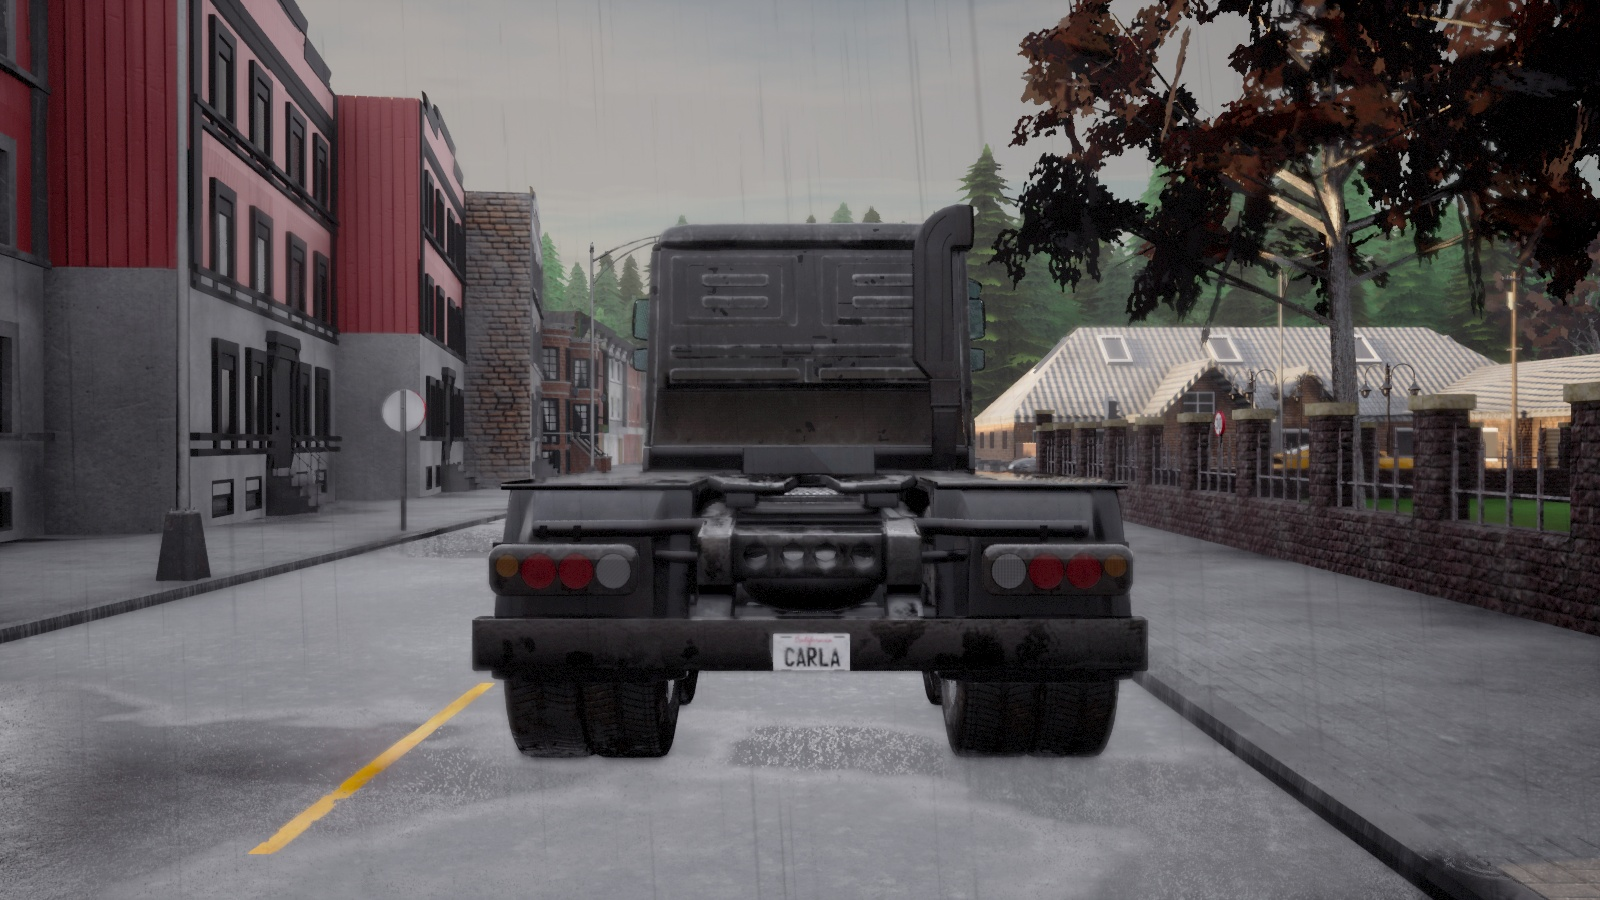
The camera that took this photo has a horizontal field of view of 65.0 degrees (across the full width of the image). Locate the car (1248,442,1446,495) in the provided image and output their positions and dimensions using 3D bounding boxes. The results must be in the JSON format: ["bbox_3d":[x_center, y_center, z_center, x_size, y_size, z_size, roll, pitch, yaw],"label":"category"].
[{"bbox_3d":[16.047,0.528,36.972,5.008,1.535,1.882,0,0,-1],"label":"car"}]

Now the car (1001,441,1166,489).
[{"bbox_3d":[9.210,0.478,41.106,4.902,1.511,2.128,0,0,0],"label":"car"}]

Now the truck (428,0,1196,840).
[{"bbox_3d":[0.065,-0.284,8.702,2.891,3.462,7.936,0,0,0],"label":"truck"}]

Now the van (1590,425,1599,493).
[{"bbox_3d":[26.112,0.282,36.942,4.480,2.038,2.069,0,0,-1],"label":"van"}]
